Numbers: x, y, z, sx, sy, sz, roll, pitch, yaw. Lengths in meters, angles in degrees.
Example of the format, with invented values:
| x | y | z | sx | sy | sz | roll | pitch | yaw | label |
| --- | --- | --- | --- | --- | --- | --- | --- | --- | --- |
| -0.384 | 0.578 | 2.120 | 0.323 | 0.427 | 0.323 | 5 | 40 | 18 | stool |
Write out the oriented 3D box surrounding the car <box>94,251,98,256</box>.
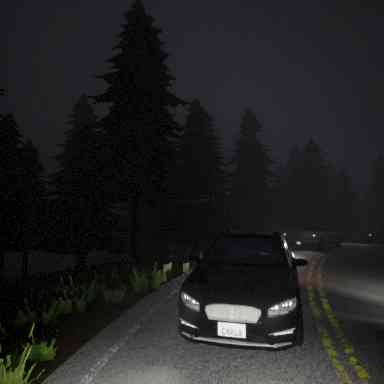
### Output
| x | y | z | sx | sy | sz | roll | pitch | yaw | label |
| --- | --- | --- | --- | --- | --- | --- | --- | --- | --- |
| -20.221 | 13.650 | 73.008 | 4.181 | 1.381 | 1.994 | -2 | -5 | 31 | car |

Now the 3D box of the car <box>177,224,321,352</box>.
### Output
| x | y | z | sx | sy | sz | roll | pitch | yaw | label |
| --- | --- | --- | --- | --- | --- | --- | --- | --- | --- |
| 1.138 | 1.562 | 6.627 | 2.128 | 1.511 | 4.902 | -1 | -2 | 15 | car |

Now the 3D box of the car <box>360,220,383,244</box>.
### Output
| x | y | z | sx | sy | sz | roll | pitch | yaw | label |
| --- | --- | --- | --- | --- | --- | --- | --- | --- | --- |
| 15.906 | 3.229 | 26.484 | 5.566 | 2.045 | 2.150 | 8 | -8 | -28 | car |

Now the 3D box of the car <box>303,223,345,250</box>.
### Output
| x | y | z | sx | sy | sz | roll | pitch | yaw | label |
| --- | --- | --- | --- | --- | --- | --- | --- | --- | --- |
| 6.536 | 2.311 | 17.749 | 1.895 | 1.301 | 4.718 | -3 | -6 | 39 | car |
